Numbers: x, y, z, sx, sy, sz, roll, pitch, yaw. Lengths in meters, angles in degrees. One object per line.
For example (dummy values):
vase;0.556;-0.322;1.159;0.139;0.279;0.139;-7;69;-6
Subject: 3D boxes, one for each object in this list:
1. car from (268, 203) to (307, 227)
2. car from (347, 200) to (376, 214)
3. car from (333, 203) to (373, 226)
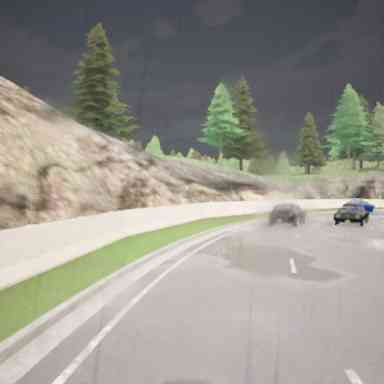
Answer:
car;6.755;1.559;23.266;1.837;1.490;4.892;0;0;29
car;18.547;1.626;36.862;5.008;1.535;1.882;0;0;-40
car;11.746;1.695;24.304;1.895;1.301;4.718;0;0;33
